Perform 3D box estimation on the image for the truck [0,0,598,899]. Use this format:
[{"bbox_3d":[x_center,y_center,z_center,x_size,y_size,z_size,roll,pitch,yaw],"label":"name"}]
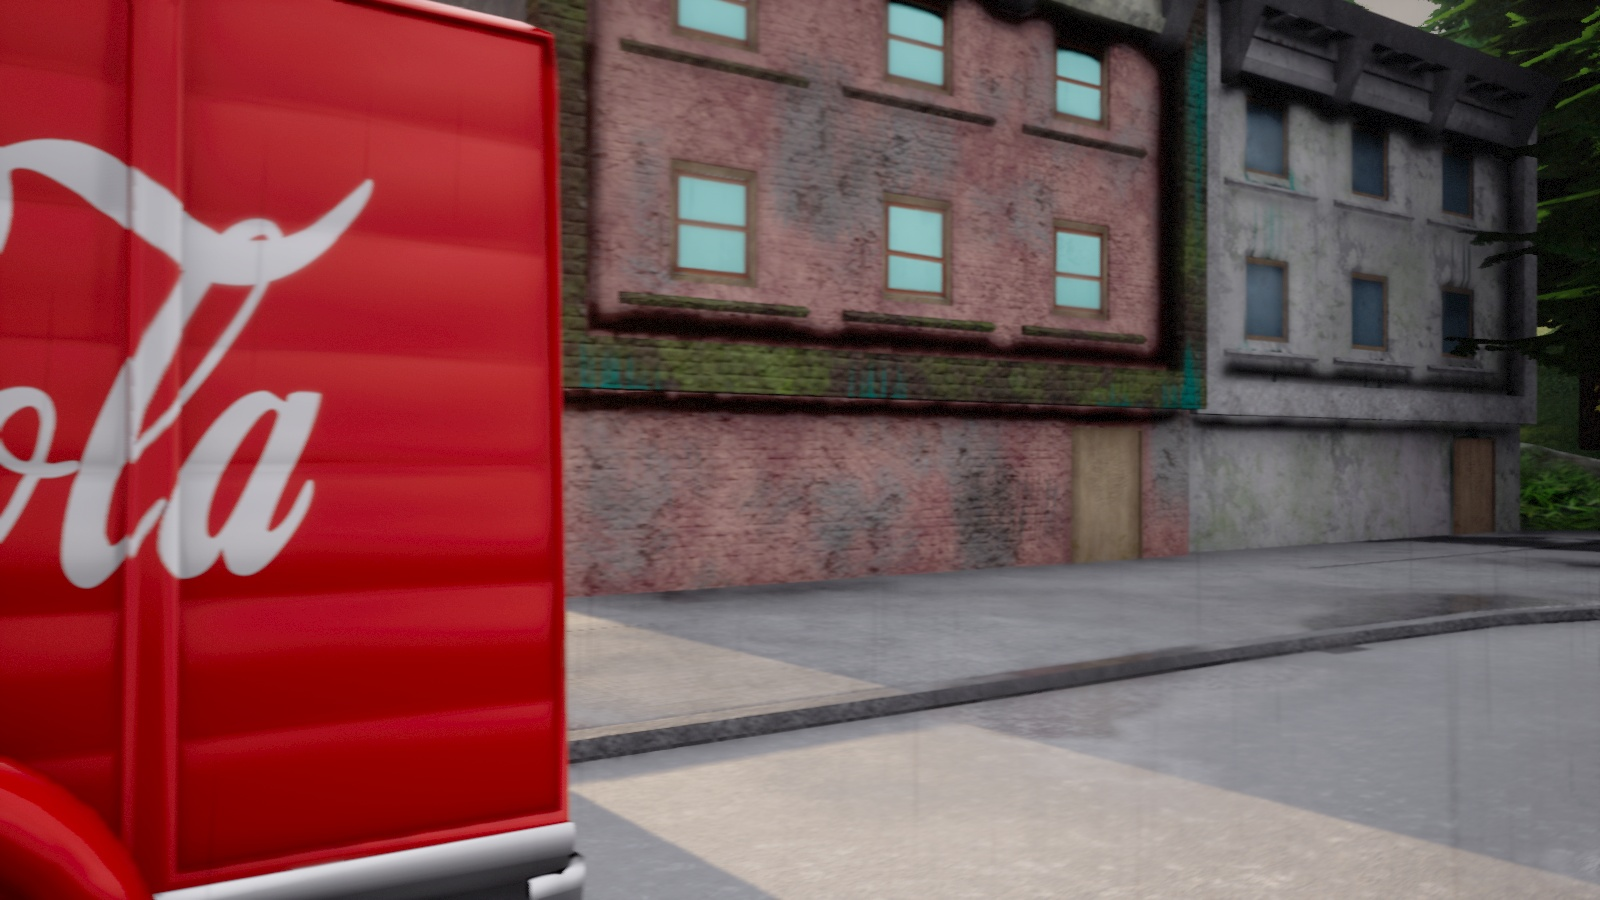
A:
[{"bbox_3d":[-3.274,0.269,1.996,5.204,2.467,2.627,0,0,-35],"label":"truck"}]
